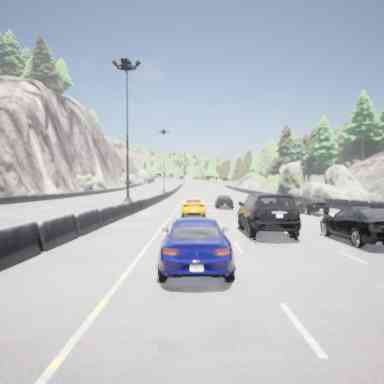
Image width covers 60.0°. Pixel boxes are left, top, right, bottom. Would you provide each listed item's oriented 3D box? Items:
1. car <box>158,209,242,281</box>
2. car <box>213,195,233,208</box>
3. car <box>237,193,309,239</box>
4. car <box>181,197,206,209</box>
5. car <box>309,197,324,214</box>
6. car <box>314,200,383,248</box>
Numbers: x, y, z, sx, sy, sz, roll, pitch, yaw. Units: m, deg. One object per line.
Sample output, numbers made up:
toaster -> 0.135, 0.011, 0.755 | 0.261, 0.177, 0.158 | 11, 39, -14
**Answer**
car -> 0.094, 1.428, 9.371 | 1.812, 1.442, 4.674 | 0, 1, 0
car -> 3.629, 1.084, 38.679 | 1.837, 1.490, 4.892 | 0, 1, 0
car -> 3.614, 1.054, 16.414 | 2.150, 2.045, 5.566 | 0, 1, 0
car -> 0.121, 1.195, 27.463 | 1.882, 1.535, 5.008 | 0, 1, 0
car -> 10.622, 1.199, 29.710 | 1.837, 1.490, 4.892 | 0, 1, 0
car -> 7.110, 1.335, 13.968 | 1.882, 1.535, 5.008 | 0, 1, 0
